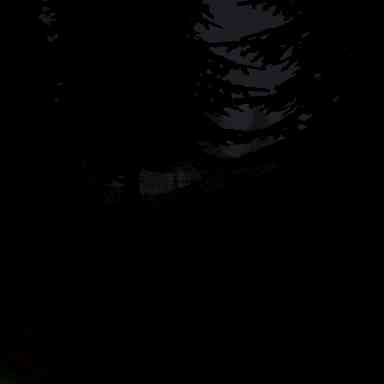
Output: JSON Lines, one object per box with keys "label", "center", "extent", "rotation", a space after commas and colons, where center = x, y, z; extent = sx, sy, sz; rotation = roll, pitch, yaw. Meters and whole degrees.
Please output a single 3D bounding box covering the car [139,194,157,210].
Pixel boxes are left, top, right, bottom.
{"label": "car", "center": [-6.492, 1.206, 39.279], "extent": [2.150, 2.045, 5.566], "rotation": [0, 0, 37]}
